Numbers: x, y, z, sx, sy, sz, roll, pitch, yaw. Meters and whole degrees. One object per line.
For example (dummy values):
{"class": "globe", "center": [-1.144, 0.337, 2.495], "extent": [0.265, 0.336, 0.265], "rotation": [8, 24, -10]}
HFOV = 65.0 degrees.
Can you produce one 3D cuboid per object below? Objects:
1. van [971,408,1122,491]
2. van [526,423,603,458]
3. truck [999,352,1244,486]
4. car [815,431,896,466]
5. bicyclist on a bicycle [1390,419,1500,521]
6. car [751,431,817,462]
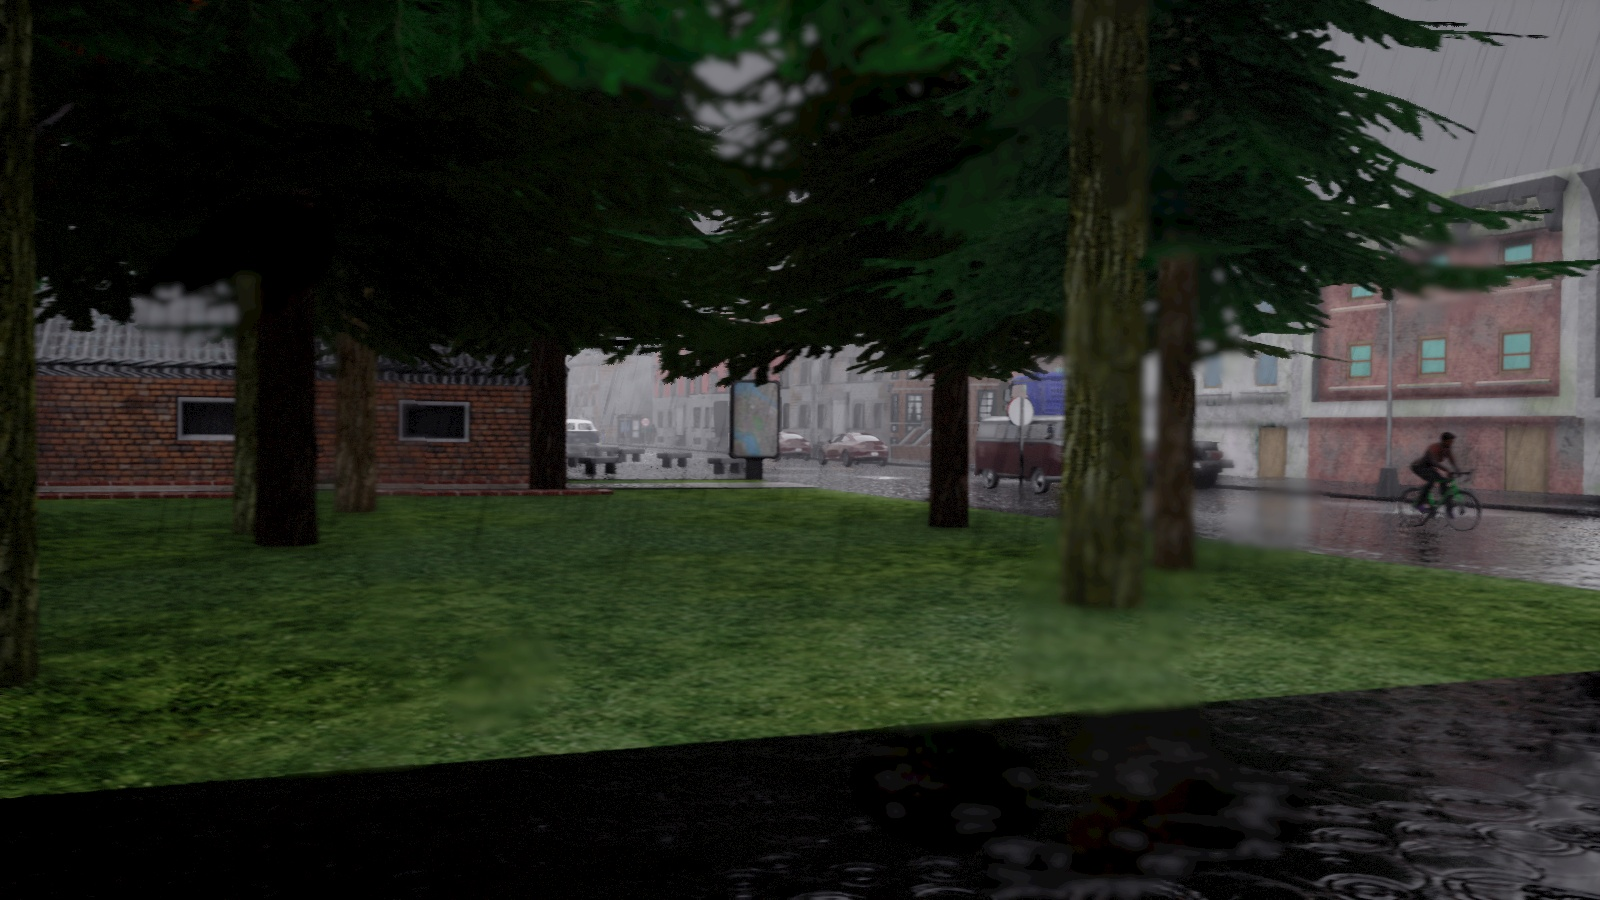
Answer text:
{"class": "van", "center": [6.290, -0.048, 32.617], "extent": [1.775, 1.987, 4.442], "rotation": [-1, 1, -20]}
{"class": "van", "center": [-14.461, -0.576, 77.059], "extent": [4.480, 2.038, 2.069], "rotation": [-1, 0, -13]}
{"class": "truck", "center": [9.055, -0.877, 36.615], "extent": [2.891, 3.462, 7.936], "rotation": [-1, 1, -20]}
{"class": "car", "center": [2.354, -0.090, 54.628], "extent": [1.812, 1.442, 4.674], "rotation": [-1, 1, -20]}
{"class": "bicyclist on a bicycle", "center": [10.679, 0.296, 20.855], "extent": [0.582, 1.620, 1.656], "rotation": [-1, 1, -20]}
{"class": "car", "center": [-0.855, -0.195, 63.184], "extent": [1.812, 1.442, 4.674], "rotation": [-1, 1, -21]}
